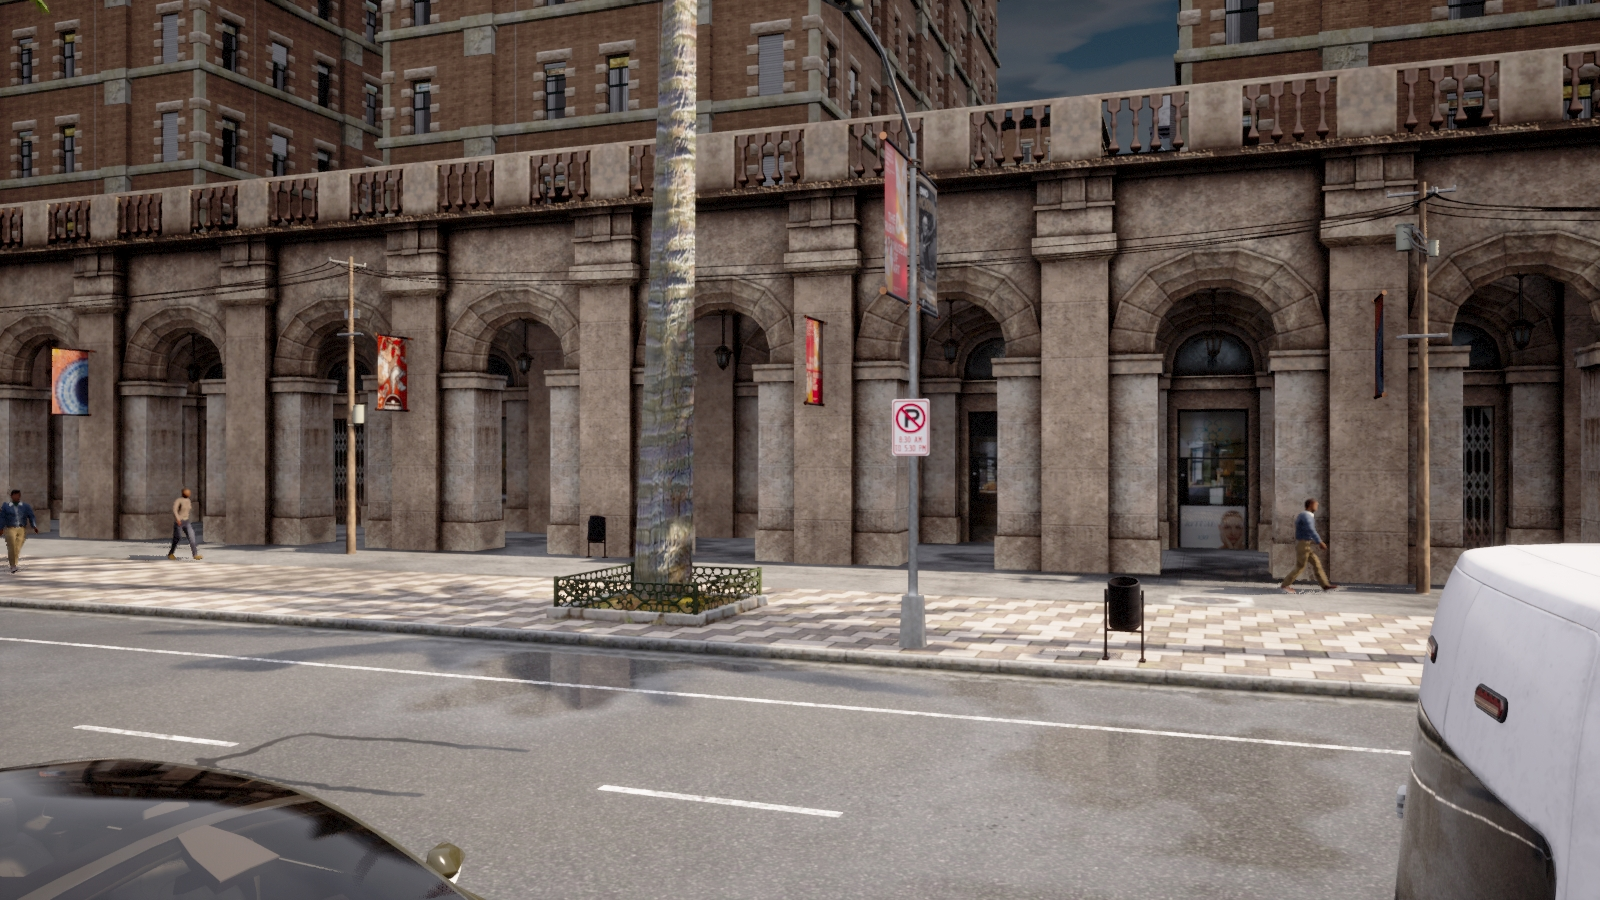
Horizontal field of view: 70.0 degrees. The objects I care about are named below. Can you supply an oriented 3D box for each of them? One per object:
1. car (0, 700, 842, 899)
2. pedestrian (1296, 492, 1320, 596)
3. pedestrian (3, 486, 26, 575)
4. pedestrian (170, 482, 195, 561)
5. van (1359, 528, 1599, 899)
[{"bbox_3d":[-2.519,2.061,4.220,4.892,1.480,2.231,0,0,20],"label":"car"},{"bbox_3d":[9.267,1.696,20.840,0.375,1.860,0.375,0,0,20],"label":"pedestrian"},{"bbox_3d":[-16.728,1.696,24.337,0.375,1.860,0.375,0,0,-40],"label":"pedestrian"},{"bbox_3d":[-14.734,1.696,27.262,0.375,1.860,0.375,0,0,19],"label":"pedestrian"},{"bbox_3d":[4.249,1.534,1.754,5.915,2.561,1.988,0,0,20],"label":"van"}]
